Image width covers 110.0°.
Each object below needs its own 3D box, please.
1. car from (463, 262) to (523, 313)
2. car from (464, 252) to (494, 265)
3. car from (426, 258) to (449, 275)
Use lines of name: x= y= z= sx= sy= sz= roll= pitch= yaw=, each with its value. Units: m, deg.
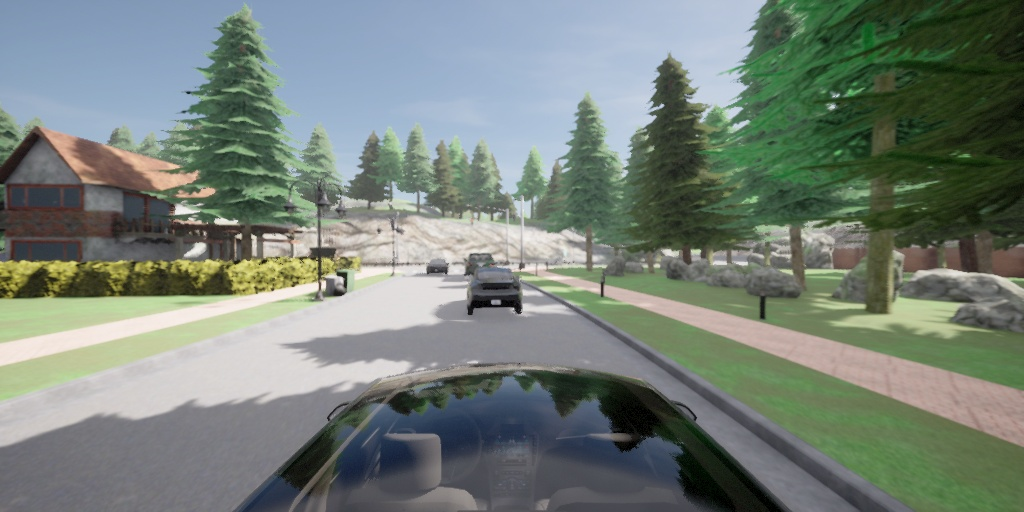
car: x=-0.728 y=1.144 z=13.395 sx=1.837 sy=1.490 sz=4.892 roll=0 pitch=1 yaw=-6
car: x=-2.497 y=0.728 z=27.609 sx=2.150 sy=2.045 sz=5.566 roll=0 pitch=1 yaw=-8
car: x=-7.024 y=0.976 z=34.207 sx=1.882 sy=1.535 sz=5.008 roll=0 pitch=1 yaw=-8
